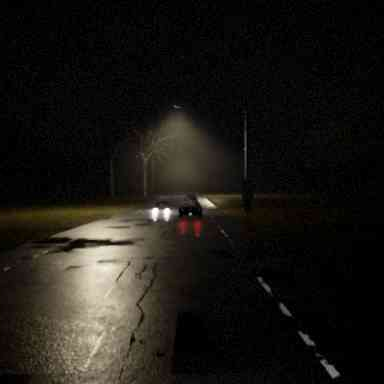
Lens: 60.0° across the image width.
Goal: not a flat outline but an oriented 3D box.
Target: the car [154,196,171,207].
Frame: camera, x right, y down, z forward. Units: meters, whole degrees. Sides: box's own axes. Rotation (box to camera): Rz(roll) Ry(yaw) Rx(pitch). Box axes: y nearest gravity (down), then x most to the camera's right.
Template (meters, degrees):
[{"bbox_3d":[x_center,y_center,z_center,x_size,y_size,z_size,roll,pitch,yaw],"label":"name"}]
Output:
[{"bbox_3d":[-3.706,1.223,42.687,1.895,1.301,4.718,0,1,0],"label":"car"}]

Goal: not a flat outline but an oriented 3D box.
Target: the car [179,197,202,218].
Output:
[{"bbox_3d":[-0.112,1.406,28.088,1.895,1.301,4.718,0,1,0],"label":"car"}]

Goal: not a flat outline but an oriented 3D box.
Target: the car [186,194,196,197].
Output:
[{"bbox_3d":[-0.144,1.058,46.281,1.837,1.490,4.892,0,0,0],"label":"car"}]
